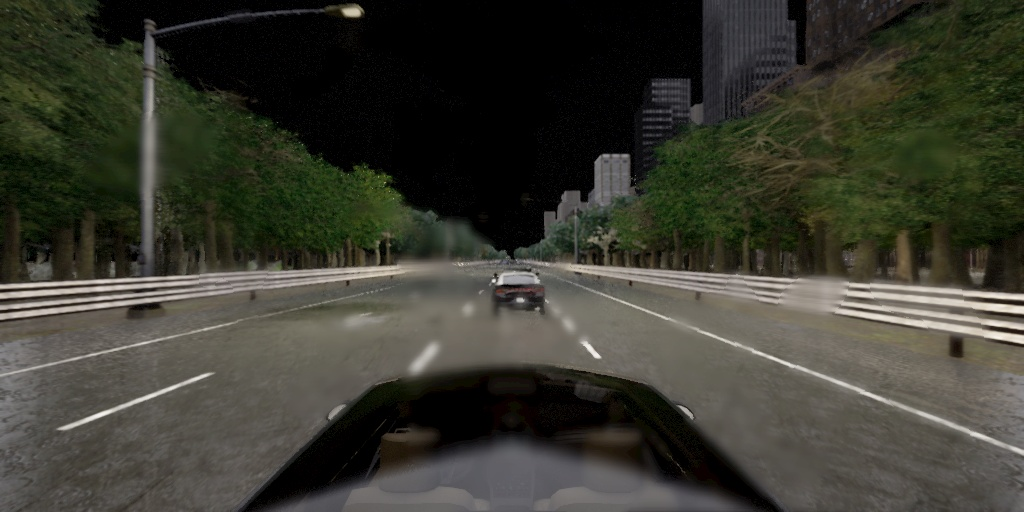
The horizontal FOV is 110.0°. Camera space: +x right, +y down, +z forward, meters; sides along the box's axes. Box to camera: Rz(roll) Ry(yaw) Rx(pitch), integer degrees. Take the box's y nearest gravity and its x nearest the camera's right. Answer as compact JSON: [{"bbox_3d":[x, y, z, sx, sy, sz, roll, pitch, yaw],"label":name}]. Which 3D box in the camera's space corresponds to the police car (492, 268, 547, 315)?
[{"bbox_3d":[0.222,1.311,14.435,1.930,1.638,5.238,0,0,-2],"label":"police car"}]
